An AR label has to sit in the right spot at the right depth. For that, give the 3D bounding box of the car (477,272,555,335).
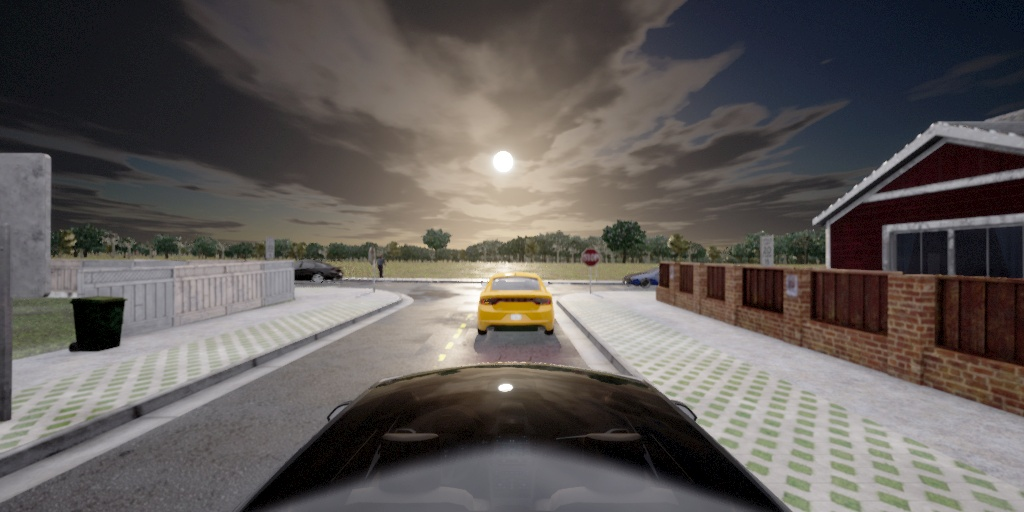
[{"bbox_3d":[0.092,1.205,10.468,1.882,1.535,5.008,0,0,0],"label":"car"}]

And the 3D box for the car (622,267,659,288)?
[{"bbox_3d":[10.197,1.392,23.810,5.357,1.411,2.033,1,0,0],"label":"car"}]

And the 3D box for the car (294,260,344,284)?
[{"bbox_3d":[-13.863,1.019,23.771,5.008,1.535,1.882,1,0,-2],"label":"car"}]

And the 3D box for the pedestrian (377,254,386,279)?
[{"bbox_3d":[-9.721,0.749,26.575,0.375,1.860,0.375,0,-1,0],"label":"pedestrian"}]
